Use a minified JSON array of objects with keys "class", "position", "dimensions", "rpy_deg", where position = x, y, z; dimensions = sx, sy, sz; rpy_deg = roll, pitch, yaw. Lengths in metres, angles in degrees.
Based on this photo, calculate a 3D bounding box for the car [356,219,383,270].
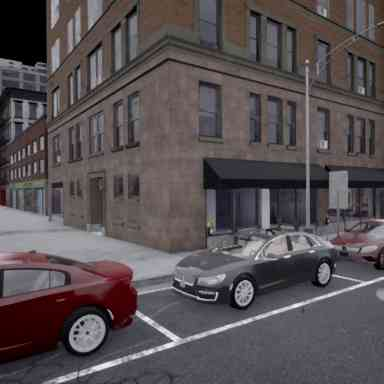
[{"class":"car","position":[6.133,1.581,10.931],"dimensions":[4.206,1.307,1.802],"rpy_deg":[0,-1,-36]}]

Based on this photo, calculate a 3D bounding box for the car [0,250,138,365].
[{"class":"car","position":[-2.950,1.545,4.438],"dimensions":[4.507,1.381,1.887],"rpy_deg":[0,-1,-36]}]

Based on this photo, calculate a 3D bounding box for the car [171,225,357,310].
[{"class":"car","position":[1.591,1.549,7.684],"dimensions":[4.403,1.369,2.008],"rpy_deg":[0,-1,-36]}]
